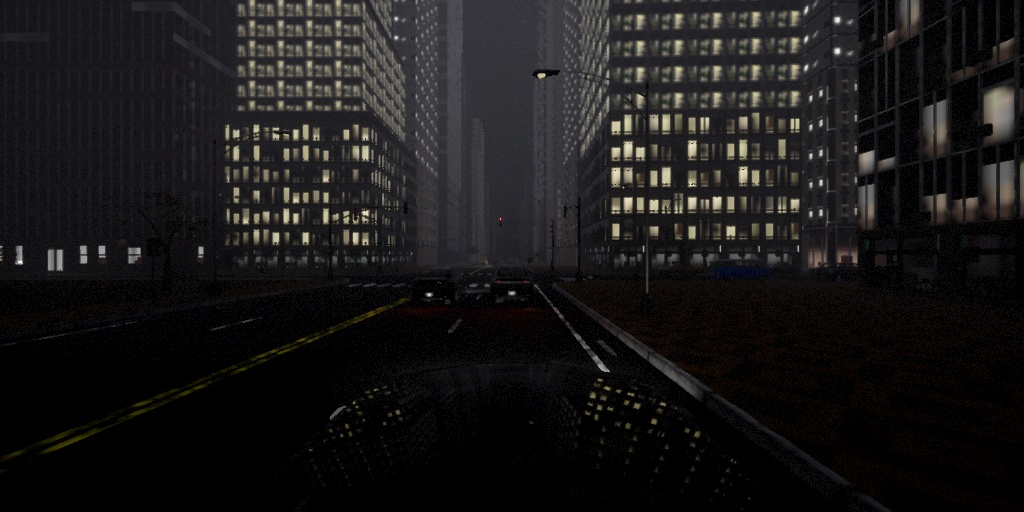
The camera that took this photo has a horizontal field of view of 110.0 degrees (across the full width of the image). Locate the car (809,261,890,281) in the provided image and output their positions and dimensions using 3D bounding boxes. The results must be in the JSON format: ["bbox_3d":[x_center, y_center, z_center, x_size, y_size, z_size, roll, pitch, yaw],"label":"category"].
[{"bbox_3d":[26.636,1.239,28.421,4.097,1.591,1.967,0,0,2],"label":"car"}]

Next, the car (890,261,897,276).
[{"bbox_3d":[38.042,1.246,35.894,4.097,1.591,1.967,0,0,2],"label":"car"}]

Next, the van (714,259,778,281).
[{"bbox_3d":[18.358,1.135,28.609,3.998,1.789,1.690,0,0,2],"label":"van"}]

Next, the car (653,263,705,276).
[{"bbox_3d":[17.087,1.317,36.781,4.829,1.417,1.751,0,0,2],"label":"car"}]

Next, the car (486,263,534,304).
[{"bbox_3d":[0.000,1.251,16.501,2.128,1.511,4.902,0,0,0],"label":"car"}]

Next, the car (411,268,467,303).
[{"bbox_3d":[-3.250,1.272,16.501,1.837,1.490,4.892,0,0,0],"label":"car"}]

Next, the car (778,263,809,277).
[{"bbox_3d":[26.922,1.380,36.296,4.207,1.307,1.802,0,0,2],"label":"car"}]

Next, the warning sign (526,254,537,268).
[{"bbox_3d":[2.850,0.952,56.768,1.300,1.860,1.060,0,0,0],"label":"warning sign"}]
